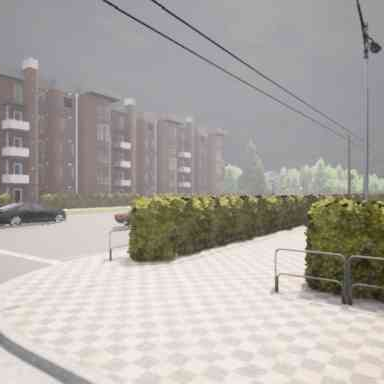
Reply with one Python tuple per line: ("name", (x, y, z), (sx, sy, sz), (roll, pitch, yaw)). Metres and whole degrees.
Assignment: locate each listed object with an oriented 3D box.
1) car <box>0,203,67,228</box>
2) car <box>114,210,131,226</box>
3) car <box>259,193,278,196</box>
("car", (-10.986, 1.466, 22.586), (1.882, 1.535, 5.008), (0, 0, 35))
("car", (-2.758, 1.593, 22.205), (1.895, 1.301, 4.718), (0, 0, 37))
("car", (11.232, 1.212, 47.308), (2.150, 2.045, 5.566), (0, 0, 37))
